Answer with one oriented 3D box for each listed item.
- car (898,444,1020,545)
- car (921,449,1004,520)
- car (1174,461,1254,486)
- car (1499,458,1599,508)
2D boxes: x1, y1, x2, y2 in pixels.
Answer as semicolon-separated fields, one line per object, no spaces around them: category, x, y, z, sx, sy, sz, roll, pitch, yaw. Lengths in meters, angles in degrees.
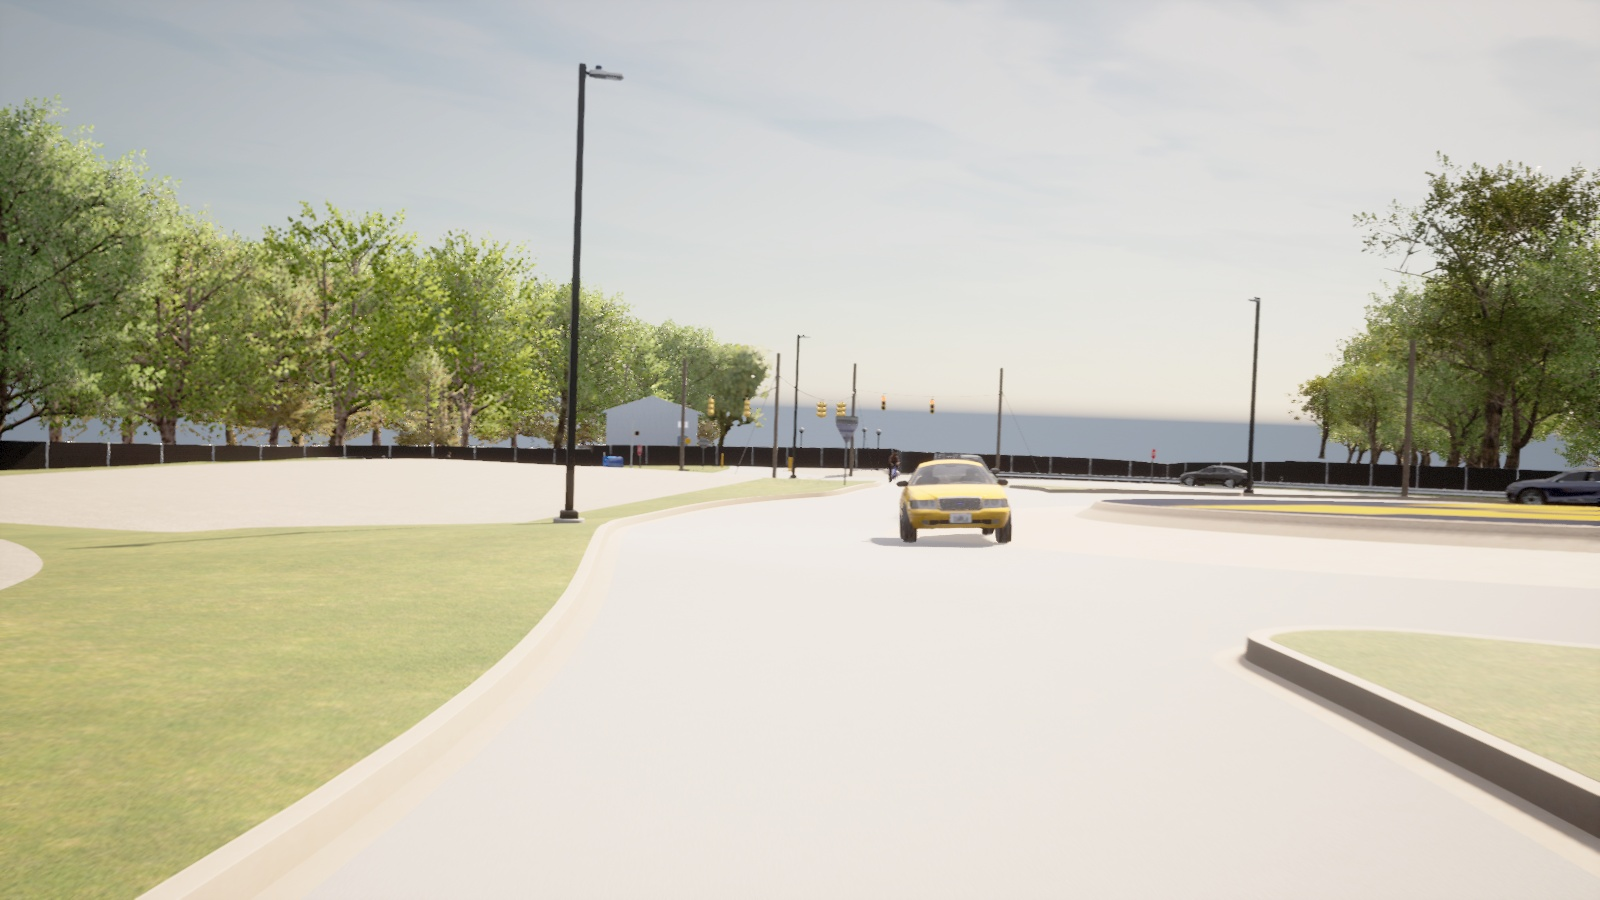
car;2.740;0.796;22.738;1.801;1.575;5.366;-1;-2;3
car;4.565;0.916;35.495;2.097;1.767;4.553;-3;0;7
car;28.295;1.597;85.915;4.892;1.490;1.837;1;1;43
car;28.816;1.219;46.564;4.856;1.649;2.033;2;2;36
